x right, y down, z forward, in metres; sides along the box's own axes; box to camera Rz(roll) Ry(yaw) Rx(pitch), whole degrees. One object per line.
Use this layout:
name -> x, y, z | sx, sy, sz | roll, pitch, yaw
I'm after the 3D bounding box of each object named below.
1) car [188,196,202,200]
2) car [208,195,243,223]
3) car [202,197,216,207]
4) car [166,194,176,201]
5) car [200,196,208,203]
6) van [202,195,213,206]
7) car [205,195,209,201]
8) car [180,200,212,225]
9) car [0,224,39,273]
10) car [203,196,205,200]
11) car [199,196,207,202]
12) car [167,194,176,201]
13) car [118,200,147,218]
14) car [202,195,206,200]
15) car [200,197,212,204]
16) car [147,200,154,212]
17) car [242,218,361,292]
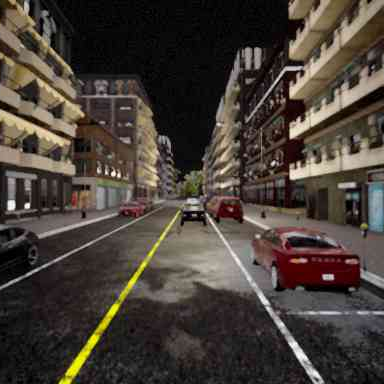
car -> 0.104, 1.587, 45.374 | 1.812, 1.442, 4.674 | 0, 0, 0
car -> 2.706, 1.349, 25.533 | 2.192, 1.841, 5.009 | 1, 0, 0
car -> 2.705, 1.617, 53.389 | 1.887, 1.381, 4.507 | 1, 0, 0
car -> -5.673, 1.686, 86.856 | 1.947, 1.339, 4.313 | 1, 0, 0
car -> 2.707, 1.629, 75.843 | 1.752, 1.417, 4.829 | 1, 0, 0
van -> 2.709, 1.421, 58.959 | 1.690, 1.788, 3.998 | 1, 0, 0
car -> 2.707, 1.356, 31.104 | 2.192, 1.841, 5.009 | 1, 0, 0
car -> 0.104, 1.579, 24.533 | 2.033, 1.411, 5.357 | 0, 0, 0
car -> -5.679, 1.578, 8.860 | 1.947, 1.339, 4.313 | 1, 0, 0
car -> 2.705, 1.582, 42.415 | 1.752, 1.417, 4.829 | 1, 0, 0
car -> 2.707, 1.693, 81.244 | 1.802, 1.307, 4.206 | 1, 0, 0
car -> -5.668, 1.443, 92.427 | 2.192, 1.841, 5.009 | 1, 0, 0
car -> -5.677, 1.586, 31.145 | 1.887, 1.381, 4.507 | 1, 0, 0
car -> 2.708, 1.379, 47.818 | 2.192, 1.841, 5.009 | 1, 0, 0
car -> 2.706, 1.638, 64.530 | 2.008, 1.369, 4.403 | 1, 0, 0
car -> -5.677, 1.631, 36.715 | 1.802, 1.307, 4.206 | 1, 0, 0
car -> 2.702, 1.556, 8.819 | 1.887, 1.381, 4.507 | 1, 0, 0
